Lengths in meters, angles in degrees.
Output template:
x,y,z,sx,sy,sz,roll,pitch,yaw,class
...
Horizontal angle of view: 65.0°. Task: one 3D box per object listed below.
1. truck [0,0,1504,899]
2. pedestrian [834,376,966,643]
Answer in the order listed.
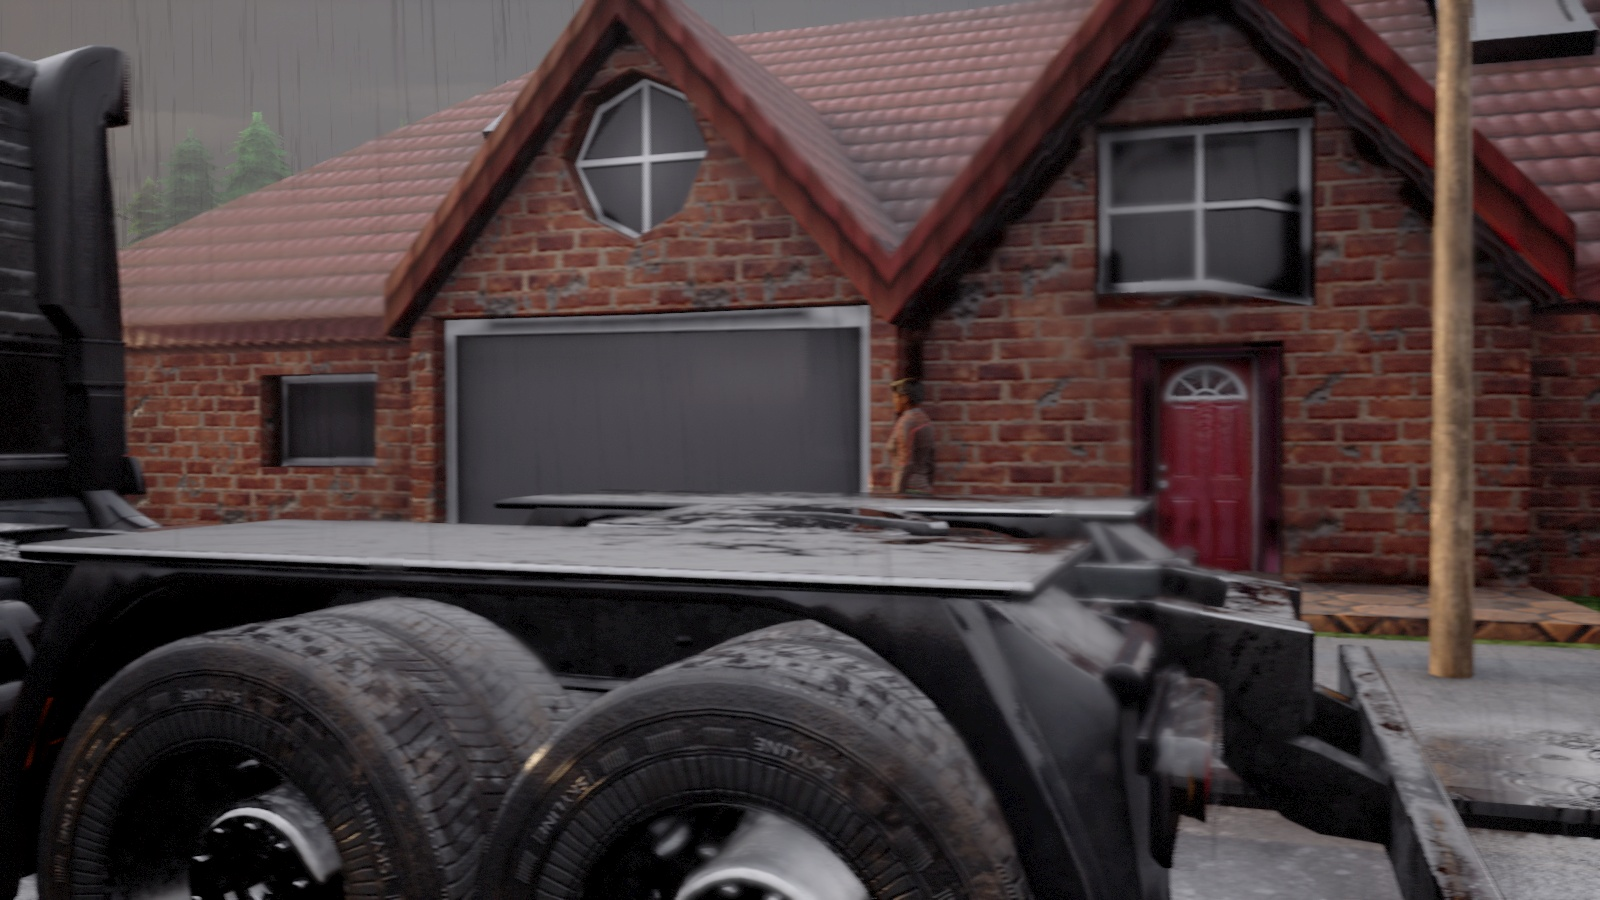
x,y,z,sx,sy,sz,roll,pitch,yaw,class
-2.267,-0.235,4.456,7.936,3.462,2.891,1,1,20,truck
0.700,0.397,8.861,0.869,1.805,0.328,1,1,33,pedestrian
